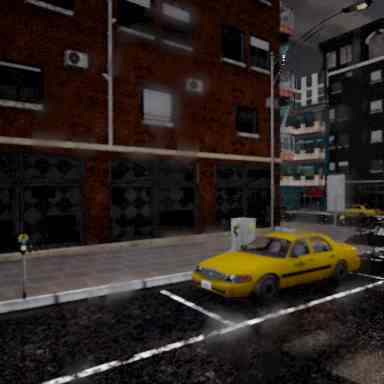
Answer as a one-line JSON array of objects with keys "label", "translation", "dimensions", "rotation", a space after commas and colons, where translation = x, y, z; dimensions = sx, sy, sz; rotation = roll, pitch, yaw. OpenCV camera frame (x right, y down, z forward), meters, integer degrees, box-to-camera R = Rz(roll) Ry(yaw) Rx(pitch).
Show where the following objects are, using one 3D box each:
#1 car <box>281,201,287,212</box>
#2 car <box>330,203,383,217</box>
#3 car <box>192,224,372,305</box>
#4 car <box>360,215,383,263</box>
[{"label": "car", "translation": [9.844, 1.757, 41.947], "dimensions": [1.967, 1.590, 4.097], "rotation": [-1, 0, -36]}, {"label": "car", "translation": [16.188, 1.814, 33.086], "dimensions": [1.752, 1.417, 4.829], "rotation": [-1, 0, -36]}, {"label": "car", "translation": [2.256, 1.588, 8.182], "dimensions": [4.829, 1.417, 1.752], "rotation": [1, -1, -35]}, {"label": "car", "translation": [7.005, 1.669, 11.570], "dimensions": [4.403, 1.369, 2.008], "rotation": [1, -1, -35]}]
